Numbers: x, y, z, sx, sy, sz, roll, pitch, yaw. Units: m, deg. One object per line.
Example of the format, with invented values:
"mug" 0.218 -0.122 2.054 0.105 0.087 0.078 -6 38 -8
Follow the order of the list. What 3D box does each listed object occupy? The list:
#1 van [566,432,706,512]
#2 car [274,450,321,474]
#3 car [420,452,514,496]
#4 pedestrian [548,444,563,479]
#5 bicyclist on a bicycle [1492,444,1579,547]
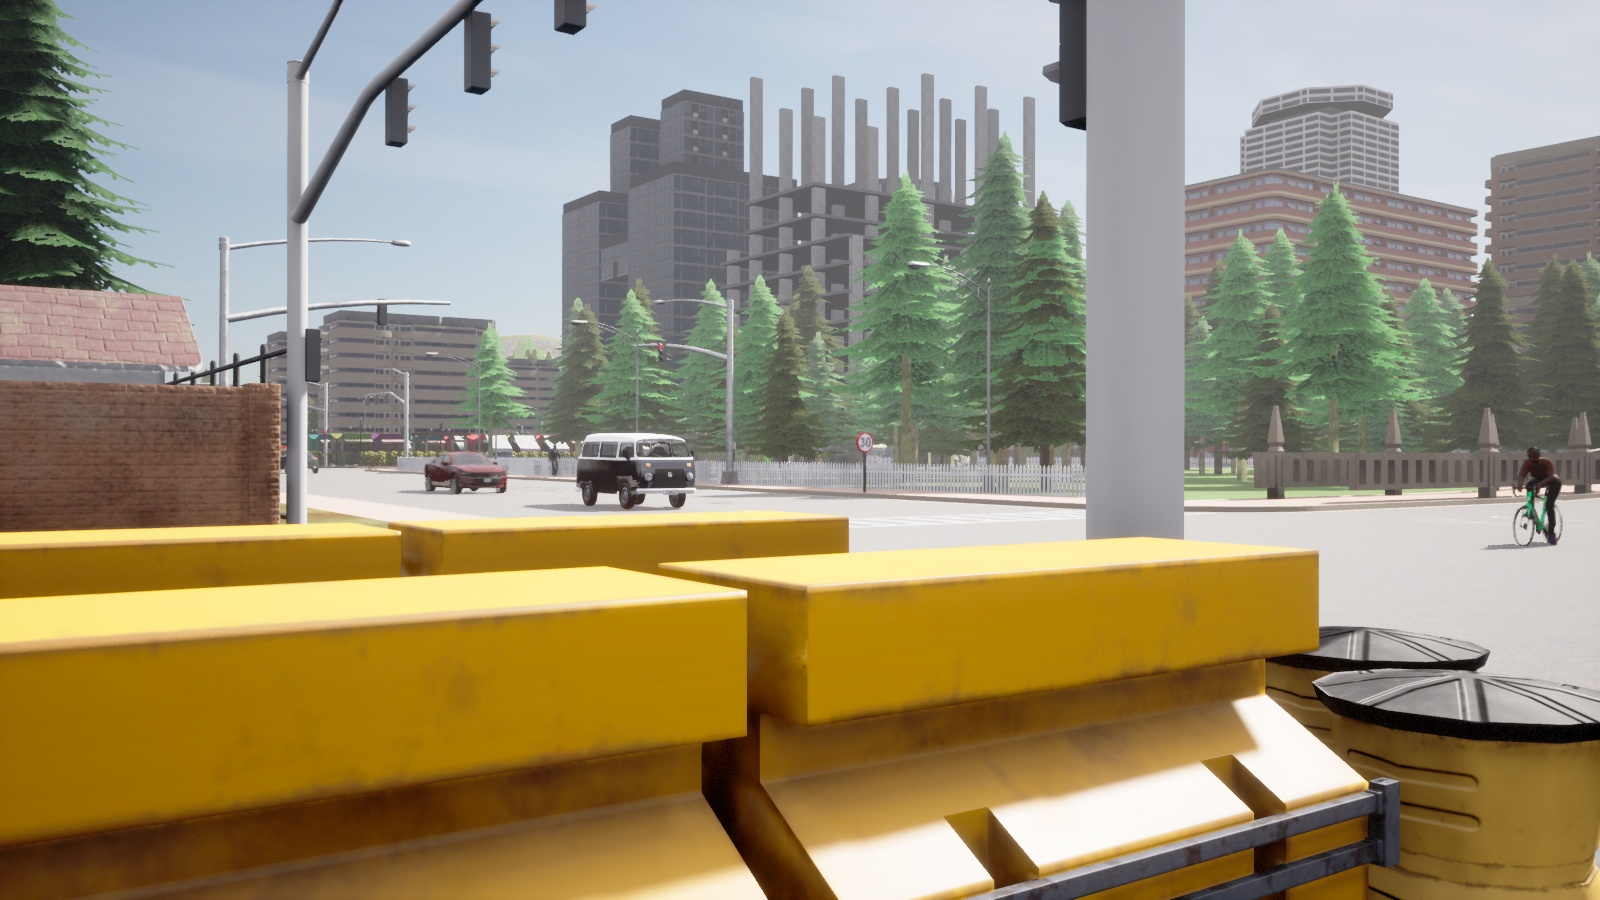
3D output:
"van" -4.568 0.562 34.452 2.069 2.038 4.480 0 0 -33
"car" -35.247 0.813 88.001 2.152 1.651 5.027 0 0 -33
"car" -12.355 0.862 46.415 1.882 1.535 5.008 0 0 -33
"pedestrian" -13.231 0.598 67.936 0.563 1.883 0.849 0 0 -33
"bicyclist on a bicycle" 12.066 0.722 20.584 1.656 1.620 0.582 0 0 -35
